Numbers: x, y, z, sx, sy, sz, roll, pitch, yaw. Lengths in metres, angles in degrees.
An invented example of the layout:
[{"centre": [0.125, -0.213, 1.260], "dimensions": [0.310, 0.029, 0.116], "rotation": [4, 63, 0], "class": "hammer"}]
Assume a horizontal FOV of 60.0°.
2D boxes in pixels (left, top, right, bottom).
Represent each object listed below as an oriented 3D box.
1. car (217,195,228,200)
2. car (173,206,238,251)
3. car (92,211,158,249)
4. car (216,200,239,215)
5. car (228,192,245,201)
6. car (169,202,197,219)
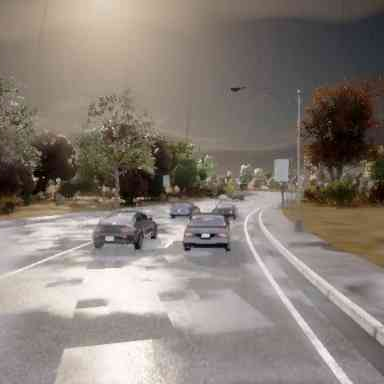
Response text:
[{"centre": [7.271, 1.361, 77.272], "dimensions": [1.812, 1.442, 4.674], "rotation": [0, 0, 20], "class": "car"}, {"centre": [0.726, 1.559, 14.026], "dimensions": [2.033, 1.411, 5.357], "rotation": [0, 0, 6], "class": "car"}, {"centre": [-2.756, 1.526, 14.379], "dimensions": [1.812, 1.442, 4.674], "rotation": [0, 0, 6], "class": "car"}, {"centre": [2.915, 1.612, 28.354], "dimensions": [1.895, 1.301, 4.718], "rotation": [0, 0, 12], "class": "car"}, {"centre": [10.547, 1.071, 76.038], "dimensions": [2.150, 2.045, 5.566], "rotation": [0, 0, 20], "class": "car"}, {"centre": [-0.520, 1.554, 29.026], "dimensions": [2.033, 1.411, 5.357], "rotation": [0, 0, 12], "class": "car"}]
